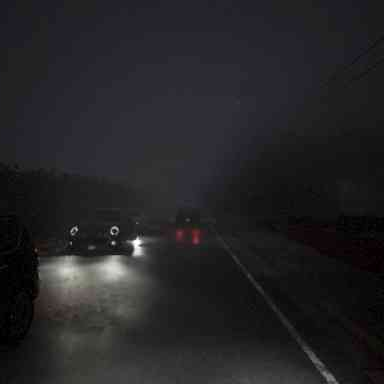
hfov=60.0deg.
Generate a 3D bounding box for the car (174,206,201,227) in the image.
[{"bbox_3d":[-0.331,1.790,25.514,2.128,1.511,4.902,0,-1,-1],"label":"car"}]

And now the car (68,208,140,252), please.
[{"bbox_3d":[-3.828,1.531,14.814,2.097,1.767,4.553,0,-1,-1],"label":"car"}]

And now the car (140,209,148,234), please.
[{"bbox_3d":[-3.850,1.776,20.923,1.812,1.442,4.674,0,-1,-1],"label":"car"}]

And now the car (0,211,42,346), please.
[{"bbox_3d":[-3.659,1.274,3.575,2.150,2.045,5.566,0,-1,-1],"label":"car"}]
